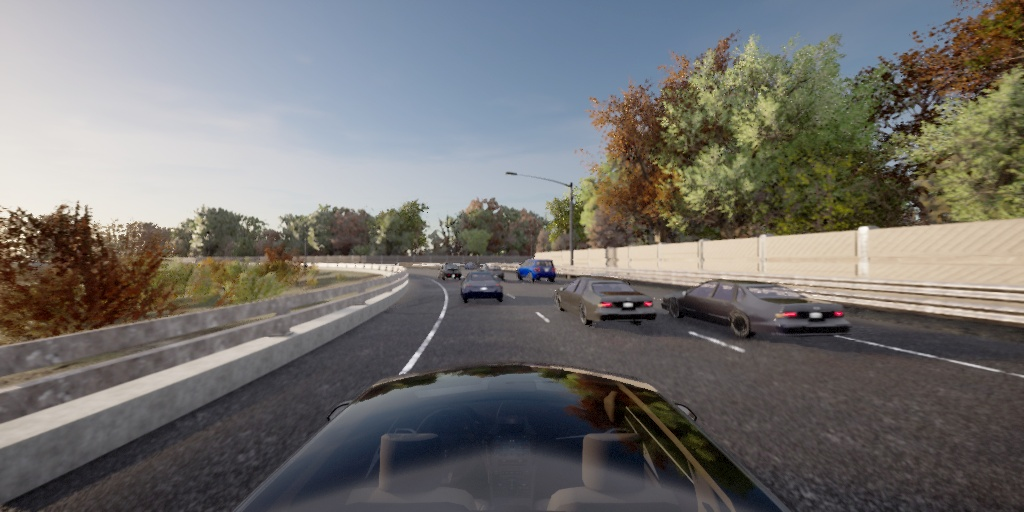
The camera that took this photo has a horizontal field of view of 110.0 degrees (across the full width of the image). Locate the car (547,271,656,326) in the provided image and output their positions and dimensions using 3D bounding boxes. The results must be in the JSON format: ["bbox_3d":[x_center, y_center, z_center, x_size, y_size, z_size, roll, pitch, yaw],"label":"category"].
[{"bbox_3d":[2.872,1.417,12.287,2.033,1.411,5.357,0,-1,-7],"label":"car"}]

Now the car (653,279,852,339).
[{"bbox_3d":[6.487,1.391,10.457,2.033,1.411,5.357,0,-1,-6],"label":"car"}]

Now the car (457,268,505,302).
[{"bbox_3d":[-1.672,1.513,18.604,1.994,1.385,4.181,0,-1,-10],"label":"car"}]

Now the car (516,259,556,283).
[{"bbox_3d":[2.133,1.331,32.741,2.150,2.045,5.566,0,-1,-17],"label":"car"}]

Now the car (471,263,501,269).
[{"bbox_3d":[-2.138,1.628,34.580,2.128,1.511,4.902,0,-1,-18],"label":"car"}]

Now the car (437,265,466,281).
[{"bbox_3d":[-6.319,1.663,35.966,1.837,1.490,4.892,0,-1,-19],"label":"car"}]
